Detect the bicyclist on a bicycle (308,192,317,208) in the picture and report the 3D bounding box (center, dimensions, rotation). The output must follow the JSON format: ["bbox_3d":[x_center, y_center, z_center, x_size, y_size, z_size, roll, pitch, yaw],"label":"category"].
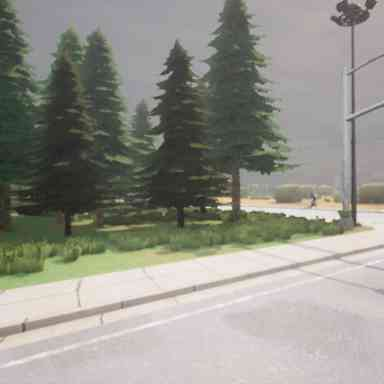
[{"bbox_3d":[12.894,0.873,35.569,1.656,1.620,0.582,-1,1,-34],"label":"bicyclist on a bicycle"}]

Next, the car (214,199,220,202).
[{"bbox_3d":[1.017,0.900,39.648,2.150,2.045,5.566,-1,1,-34],"label":"car"}]
